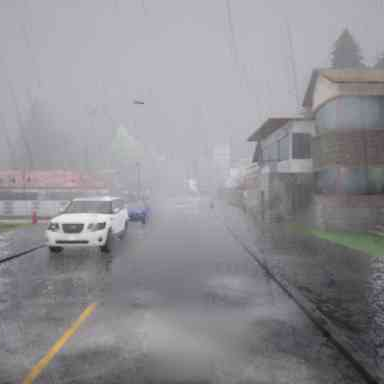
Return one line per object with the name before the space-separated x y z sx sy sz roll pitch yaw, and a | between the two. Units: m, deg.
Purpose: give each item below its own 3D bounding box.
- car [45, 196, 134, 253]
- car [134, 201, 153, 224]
car | -4.079 1.202 13.988 2.150 2.045 5.566 0 0 -1
car | -4.048 1.443 24.322 1.882 1.535 5.008 0 0 1
